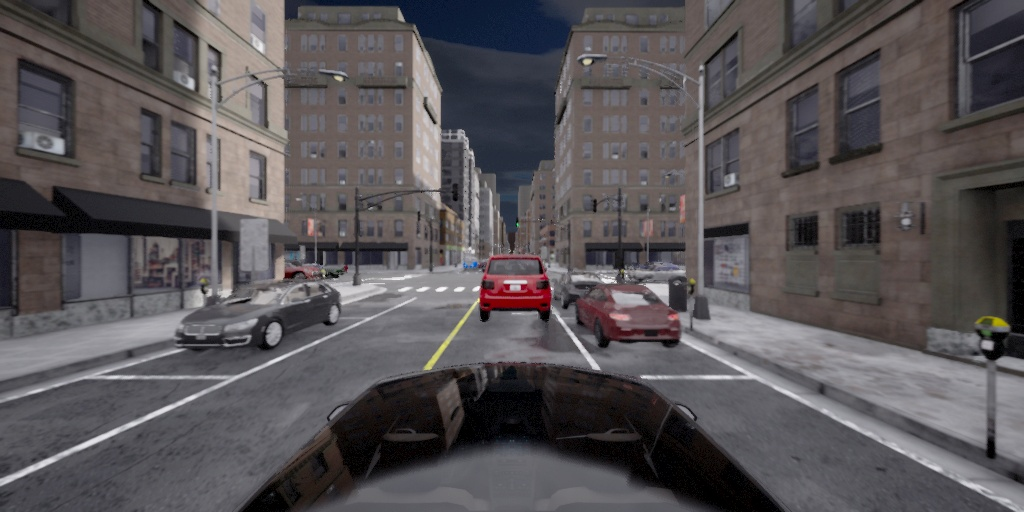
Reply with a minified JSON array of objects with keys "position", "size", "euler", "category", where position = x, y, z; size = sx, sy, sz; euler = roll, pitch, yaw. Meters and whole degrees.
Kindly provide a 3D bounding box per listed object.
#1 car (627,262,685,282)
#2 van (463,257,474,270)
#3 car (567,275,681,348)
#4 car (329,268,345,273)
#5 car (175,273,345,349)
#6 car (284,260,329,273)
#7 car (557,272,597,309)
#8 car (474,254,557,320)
[{"position":[11.251,1.338,26.775],"size":[4.718,1.301,1.895],"euler":[0,0,1],"category":"car"},{"position":[-5.706,1.027,49.222],"size":[1.690,1.789,3.998],"euler":[0,0,0],"category":"van"},{"position":[2.670,1.321,8.942],"size":[1.802,1.307,4.207],"euler":[0,0,0],"category":"car"},{"position":[-16.442,1.288,29.656],"size":[4.718,1.301,1.895],"euler":[0,0,0],"category":"car"},{"position":[-5.856,1.290,8.938],"size":[2.007,1.370,4.403],"euler":[0,0,0],"category":"car"},{"position":[-16.463,1.048,26.386],"size":[4.553,1.767,2.097],"euler":[0,0,1],"category":"car"},{"position":[2.670,1.282,14.536],"size":[2.007,1.370,4.403],"euler":[0,0,0],"category":"car"},{"position":[0.091,0.957,12.607],"size":[2.150,2.045,5.566],"euler":[0,0,0],"category":"car"}]
